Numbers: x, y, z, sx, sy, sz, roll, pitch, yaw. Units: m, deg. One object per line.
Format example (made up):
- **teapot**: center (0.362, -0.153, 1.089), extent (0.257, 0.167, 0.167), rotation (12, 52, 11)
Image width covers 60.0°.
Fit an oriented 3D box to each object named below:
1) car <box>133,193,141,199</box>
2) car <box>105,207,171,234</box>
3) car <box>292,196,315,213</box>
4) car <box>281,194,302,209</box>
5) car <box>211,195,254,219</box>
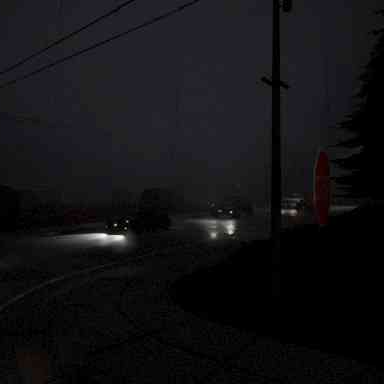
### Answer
- **car**: center (-14.372, 1.152, 86.958), extent (3.866, 1.878, 1.905), rotation (-2, 6, -11)
- **car**: center (-3.064, 1.599, 19.639), extent (1.994, 1.385, 4.181), rotation (0, 0, 32)
- **car**: center (13.540, 1.512, 38.561), extent (1.882, 1.535, 5.008), rotation (0, 0, 33)
- **car**: center (13.626, 1.259, 45.390), extent (2.150, 2.045, 5.566), rotation (0, 0, 33)
- **car**: center (3.802, 1.258, 30.308), extent (2.150, 2.045, 5.566), rotation (0, 0, 32)
